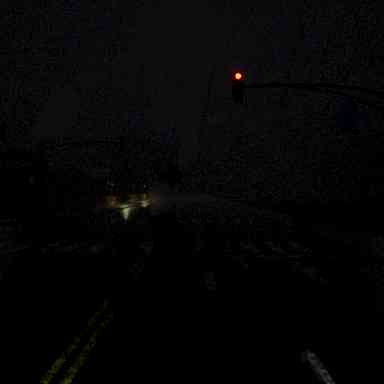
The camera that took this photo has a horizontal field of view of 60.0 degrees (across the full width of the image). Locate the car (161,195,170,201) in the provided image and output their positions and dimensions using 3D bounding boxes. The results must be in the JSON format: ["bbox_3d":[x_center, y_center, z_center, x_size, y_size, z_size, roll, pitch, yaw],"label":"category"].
[{"bbox_3d":[-6.377,1.477,79.308,2.128,1.511,4.902,0,0,0],"label":"car"}]
